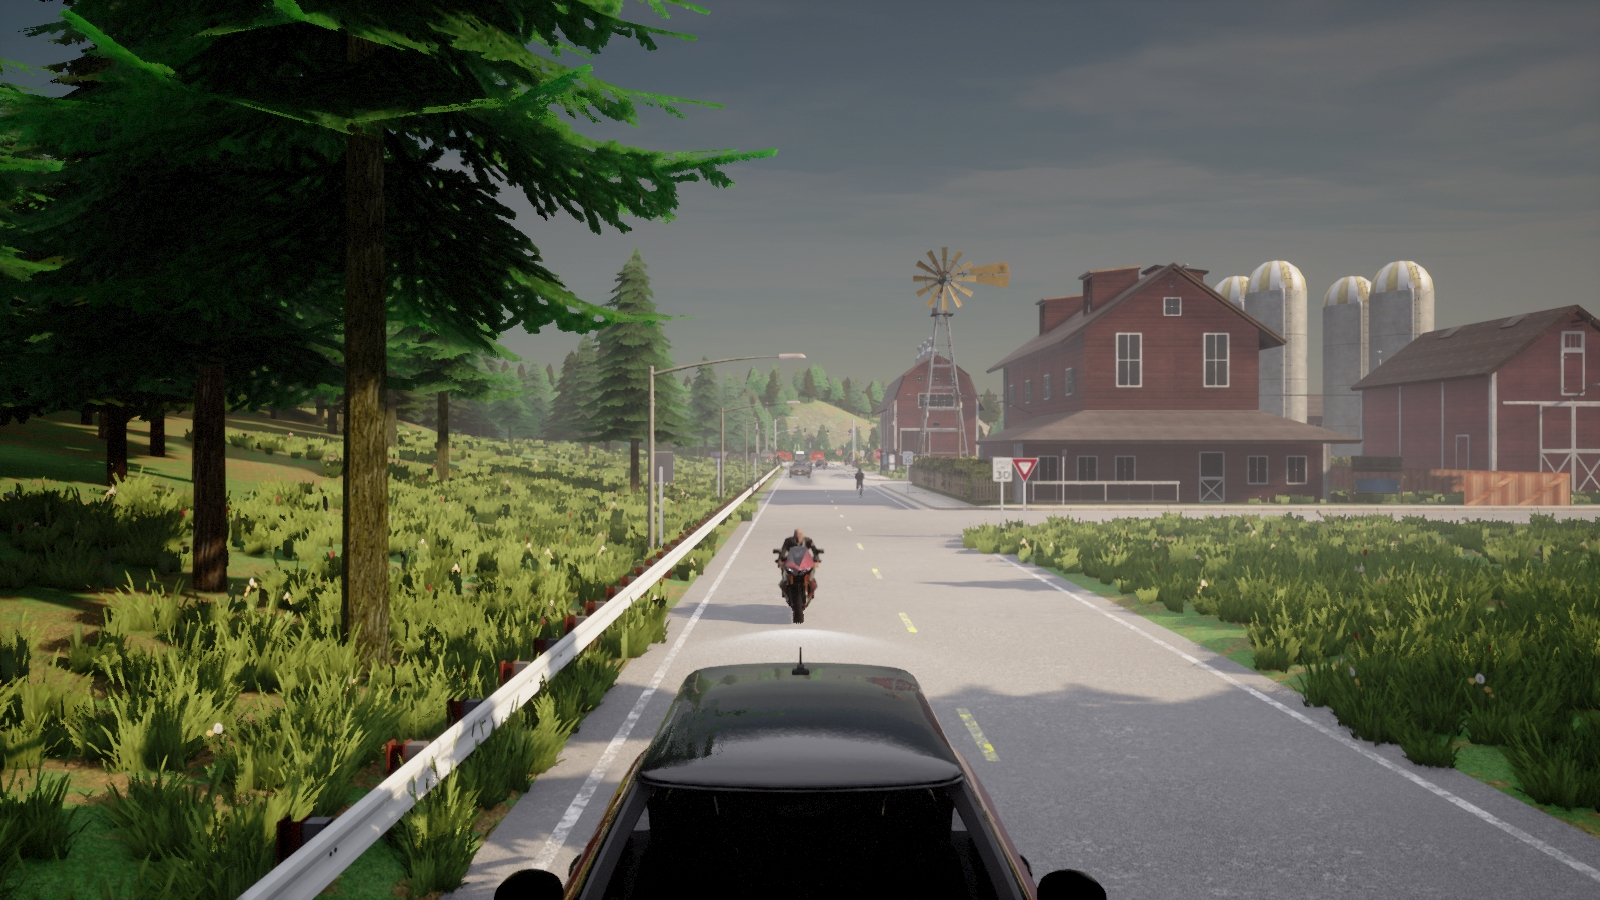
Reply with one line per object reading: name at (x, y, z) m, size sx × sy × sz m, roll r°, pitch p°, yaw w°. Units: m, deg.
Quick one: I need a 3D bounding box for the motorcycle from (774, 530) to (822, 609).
motorcycle at (-0.041, 2.205, 21.487) m, size 0.867 × 1.251 × 2.209 m, roll 0°, pitch 0°, yaw 0°

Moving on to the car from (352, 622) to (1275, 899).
car at (0.033, 1.906, 4.501) m, size 2.097 × 1.767 × 4.553 m, roll 0°, pitch 0°, yaw 0°

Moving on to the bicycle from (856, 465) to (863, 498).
bicycle at (3.513, 1.836, 67.261) m, size 0.329 × 1.919 × 1.835 m, roll 0°, pitch 0°, yaw 0°
